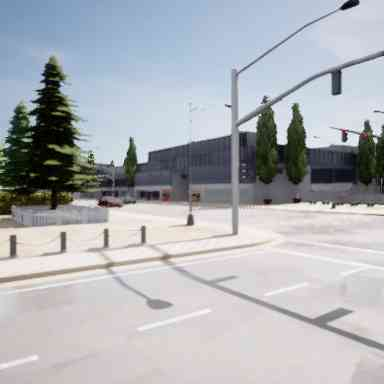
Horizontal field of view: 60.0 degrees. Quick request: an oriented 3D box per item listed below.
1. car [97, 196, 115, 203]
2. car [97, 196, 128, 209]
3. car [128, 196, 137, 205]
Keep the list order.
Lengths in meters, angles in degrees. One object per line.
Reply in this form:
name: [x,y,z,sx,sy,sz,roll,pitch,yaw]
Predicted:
car: [-16.699,1.420,64.124,1.994,1.385,4.181,0,0,-36]
car: [-10.647,1.377,43.459,1.882,1.535,5.008,0,0,-35]
car: [-10.995,1.420,56.236,1.994,1.385,4.181,0,0,-35]
